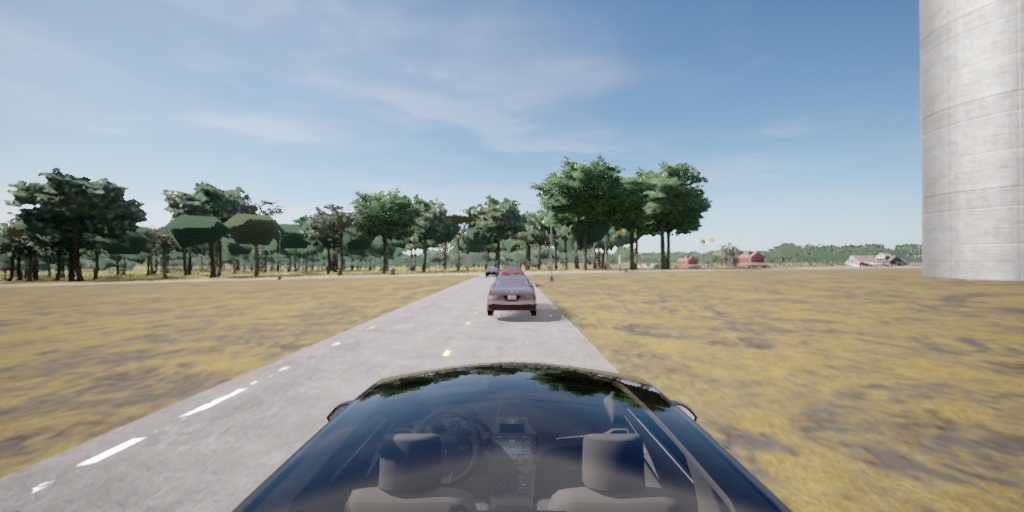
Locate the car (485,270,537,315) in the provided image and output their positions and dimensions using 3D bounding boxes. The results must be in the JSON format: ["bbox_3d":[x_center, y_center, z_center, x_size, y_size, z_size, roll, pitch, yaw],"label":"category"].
[{"bbox_3d":[0.001,1.449,14.375,2.033,1.411,5.357,0,-1,0],"label":"car"}]

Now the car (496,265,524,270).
[{"bbox_3d":[-0.001,1.519,30.299,2.097,1.767,4.553,0,-1,0],"label":"car"}]

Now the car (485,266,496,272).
[{"bbox_3d":[-2.792,2.180,51.415,2.033,1.411,5.357,0,-1,0],"label":"car"}]
